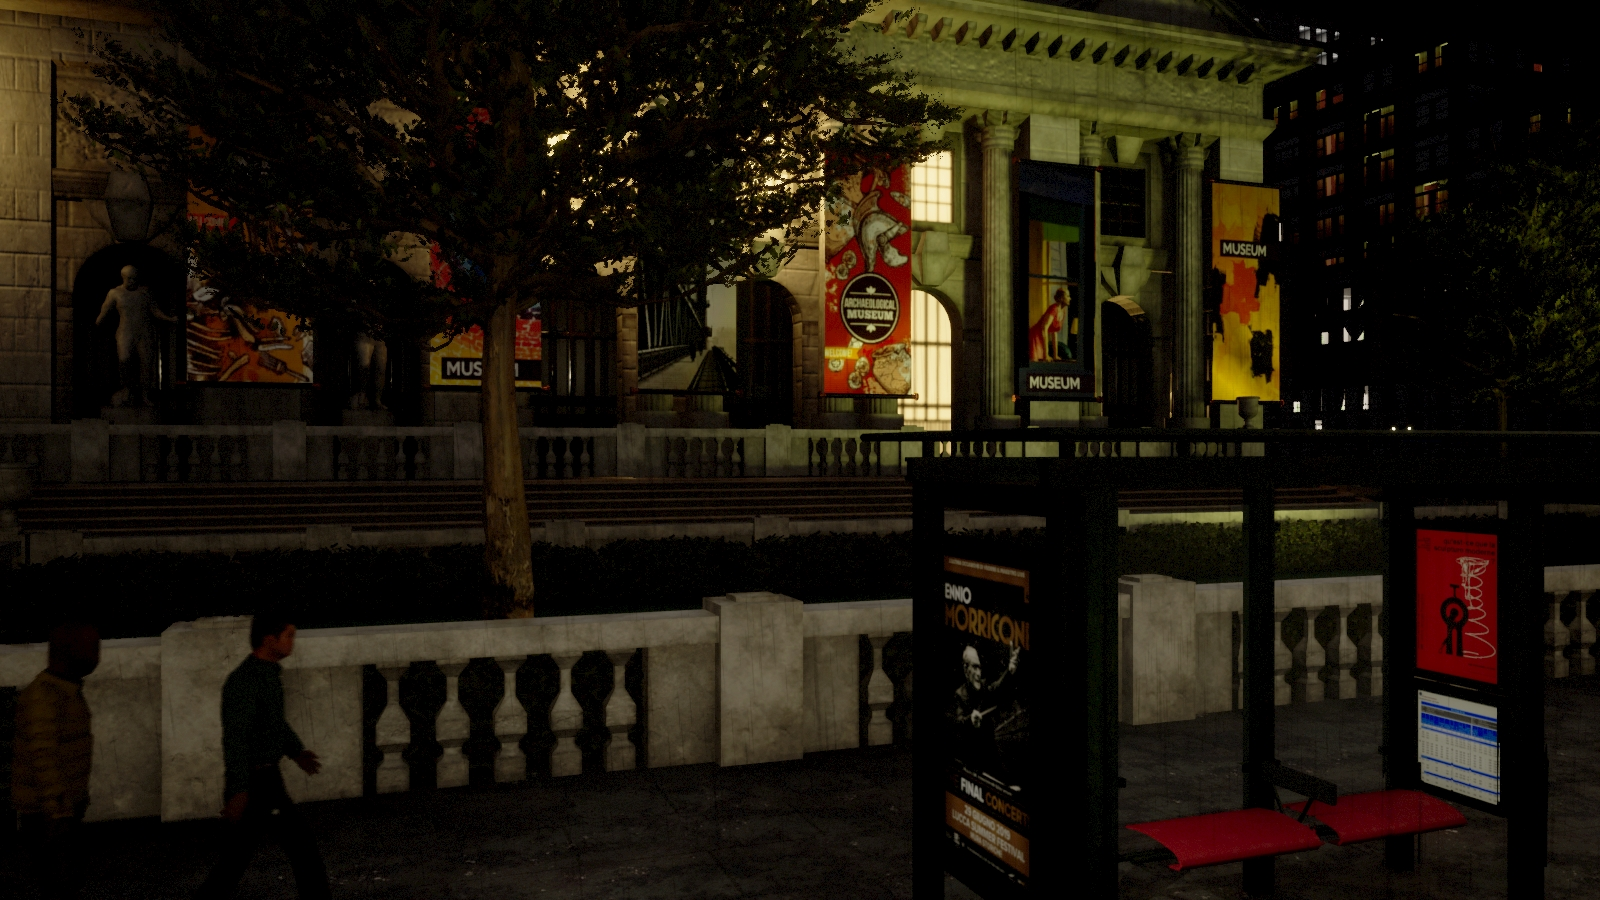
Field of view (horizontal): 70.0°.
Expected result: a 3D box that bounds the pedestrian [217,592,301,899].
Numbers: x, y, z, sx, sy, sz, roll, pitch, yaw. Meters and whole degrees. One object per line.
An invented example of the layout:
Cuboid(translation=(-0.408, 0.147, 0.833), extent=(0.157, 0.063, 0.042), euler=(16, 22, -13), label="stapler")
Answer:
Cuboid(translation=(-2.799, 1.698, 5.933), extent=(0.375, 1.860, 0.375), euler=(0, 0, -22), label="pedestrian")

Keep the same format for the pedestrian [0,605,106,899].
Cuboid(translation=(-3.534, 1.697, 5.413), extent=(0.375, 1.860, 0.375), euler=(0, 0, -25), label="pedestrian")
